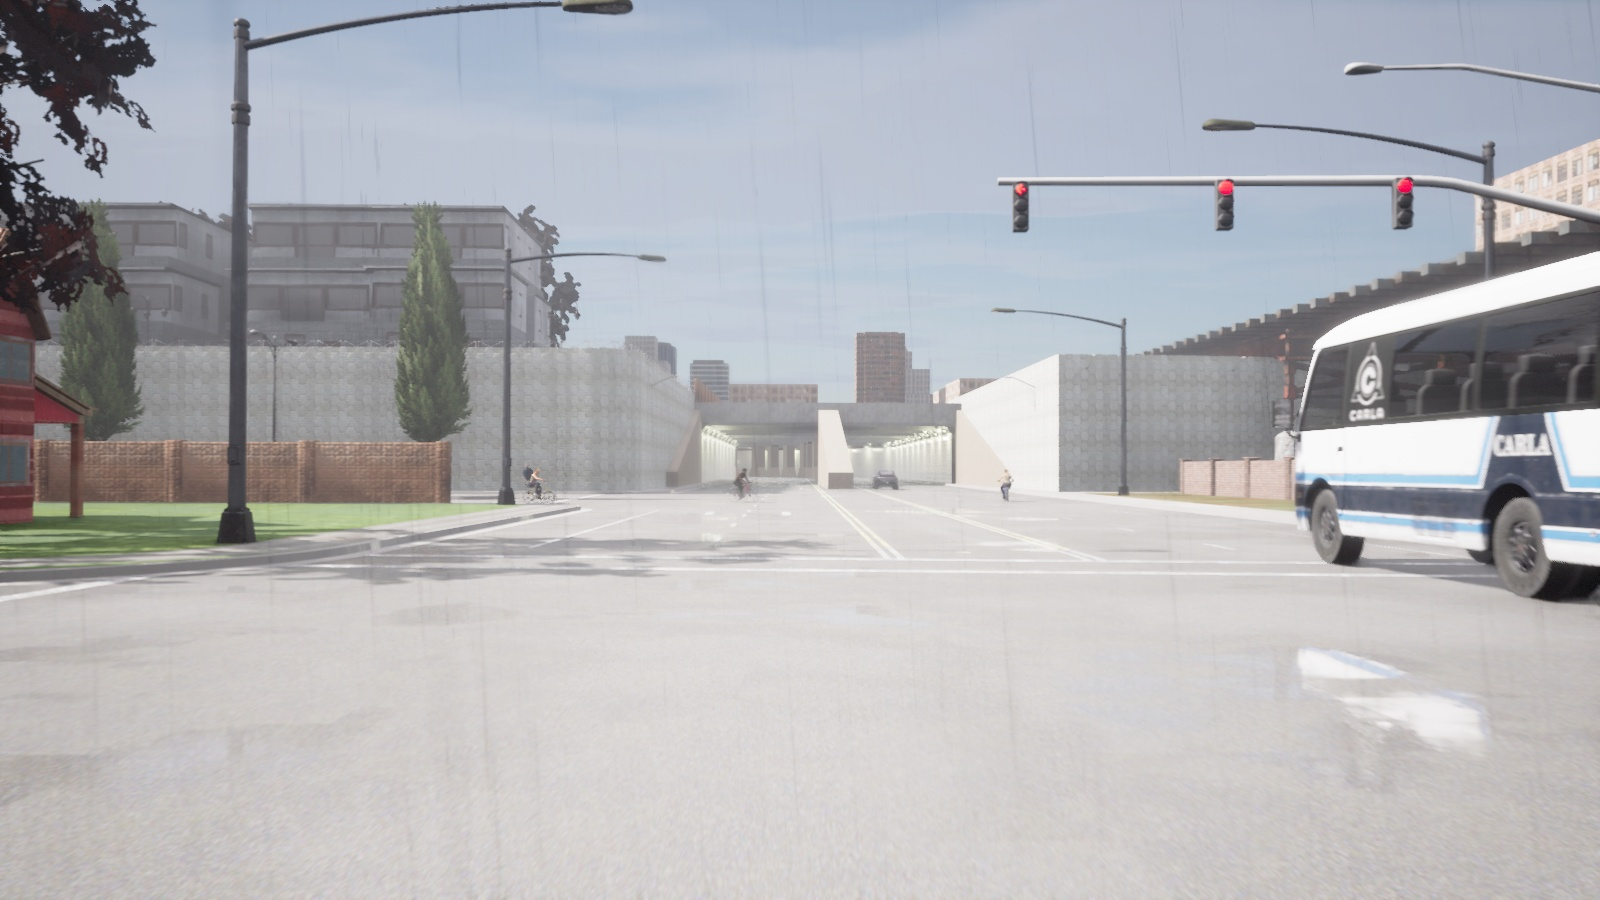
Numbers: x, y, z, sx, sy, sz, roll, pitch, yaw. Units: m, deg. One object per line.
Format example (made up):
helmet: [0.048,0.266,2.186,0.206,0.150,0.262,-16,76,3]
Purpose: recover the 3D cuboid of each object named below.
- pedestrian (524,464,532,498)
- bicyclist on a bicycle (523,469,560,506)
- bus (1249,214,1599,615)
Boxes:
pedestrian: [-15.178,1.722,70.104,0.402,1.842,0.726,0,-1,-13]
bicyclist on a bicycle: [-11.704,1.693,56.879,1.509,1.612,0.866,0,-1,0]
bus: [10.437,-0.311,18.428,3.944,4.253,10.273,0,-1,0]
